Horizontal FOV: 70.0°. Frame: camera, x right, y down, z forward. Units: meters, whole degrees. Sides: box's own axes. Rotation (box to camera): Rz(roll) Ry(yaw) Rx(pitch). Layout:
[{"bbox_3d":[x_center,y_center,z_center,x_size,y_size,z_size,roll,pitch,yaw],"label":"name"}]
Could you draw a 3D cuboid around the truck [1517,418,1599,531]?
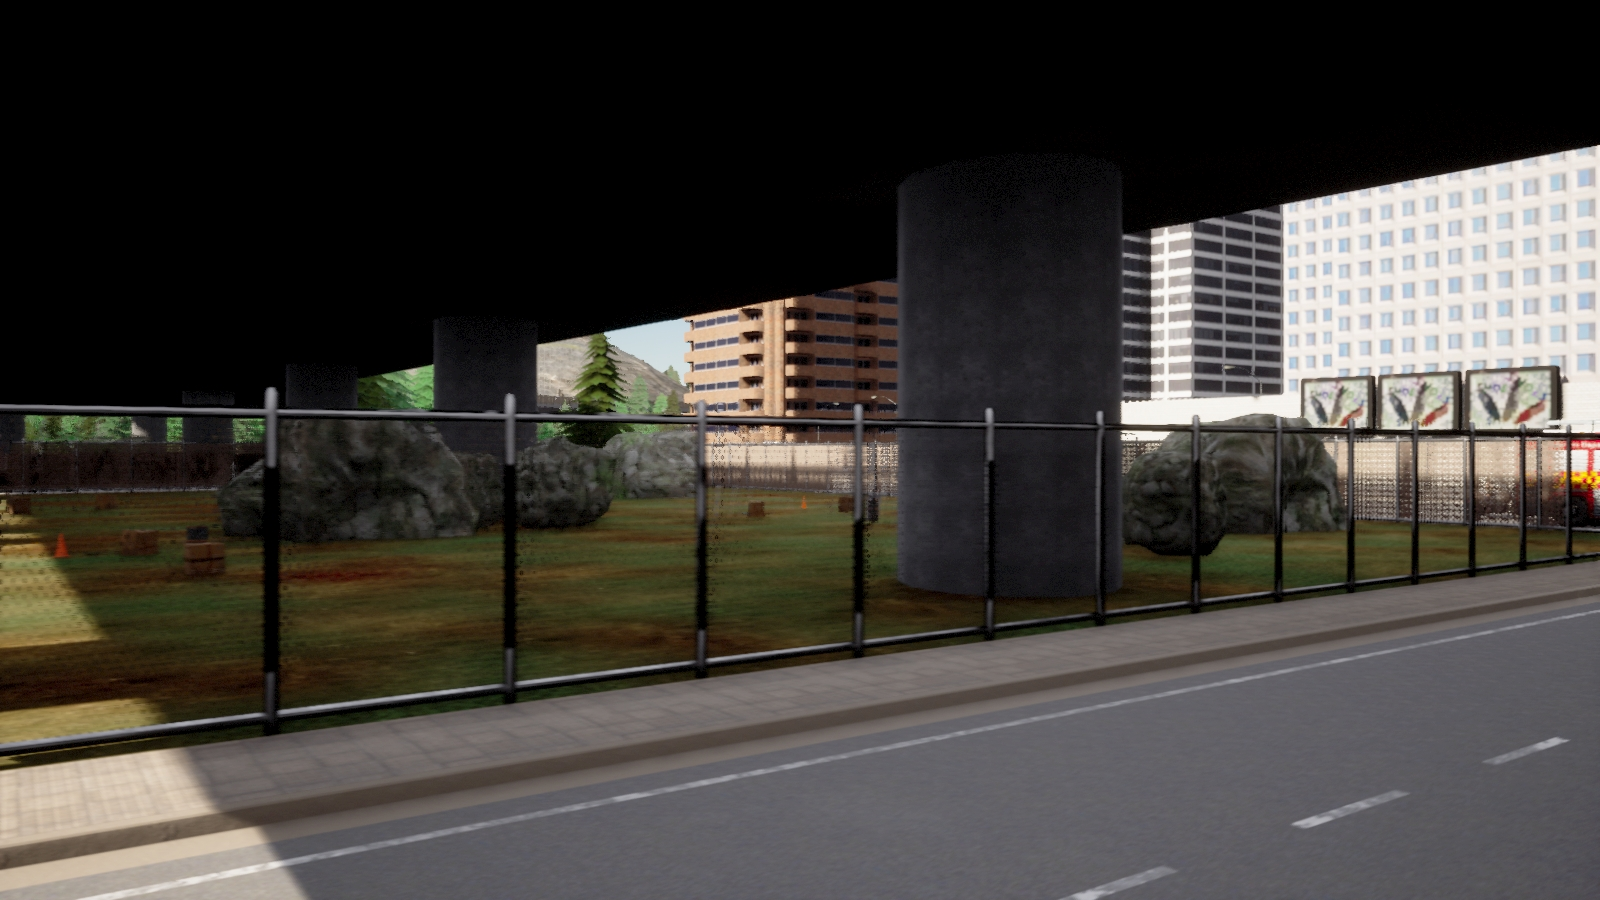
[{"bbox_3d":[29.264,0.839,38.242,2.891,3.827,8.468,0,0,-35],"label":"truck"}]
